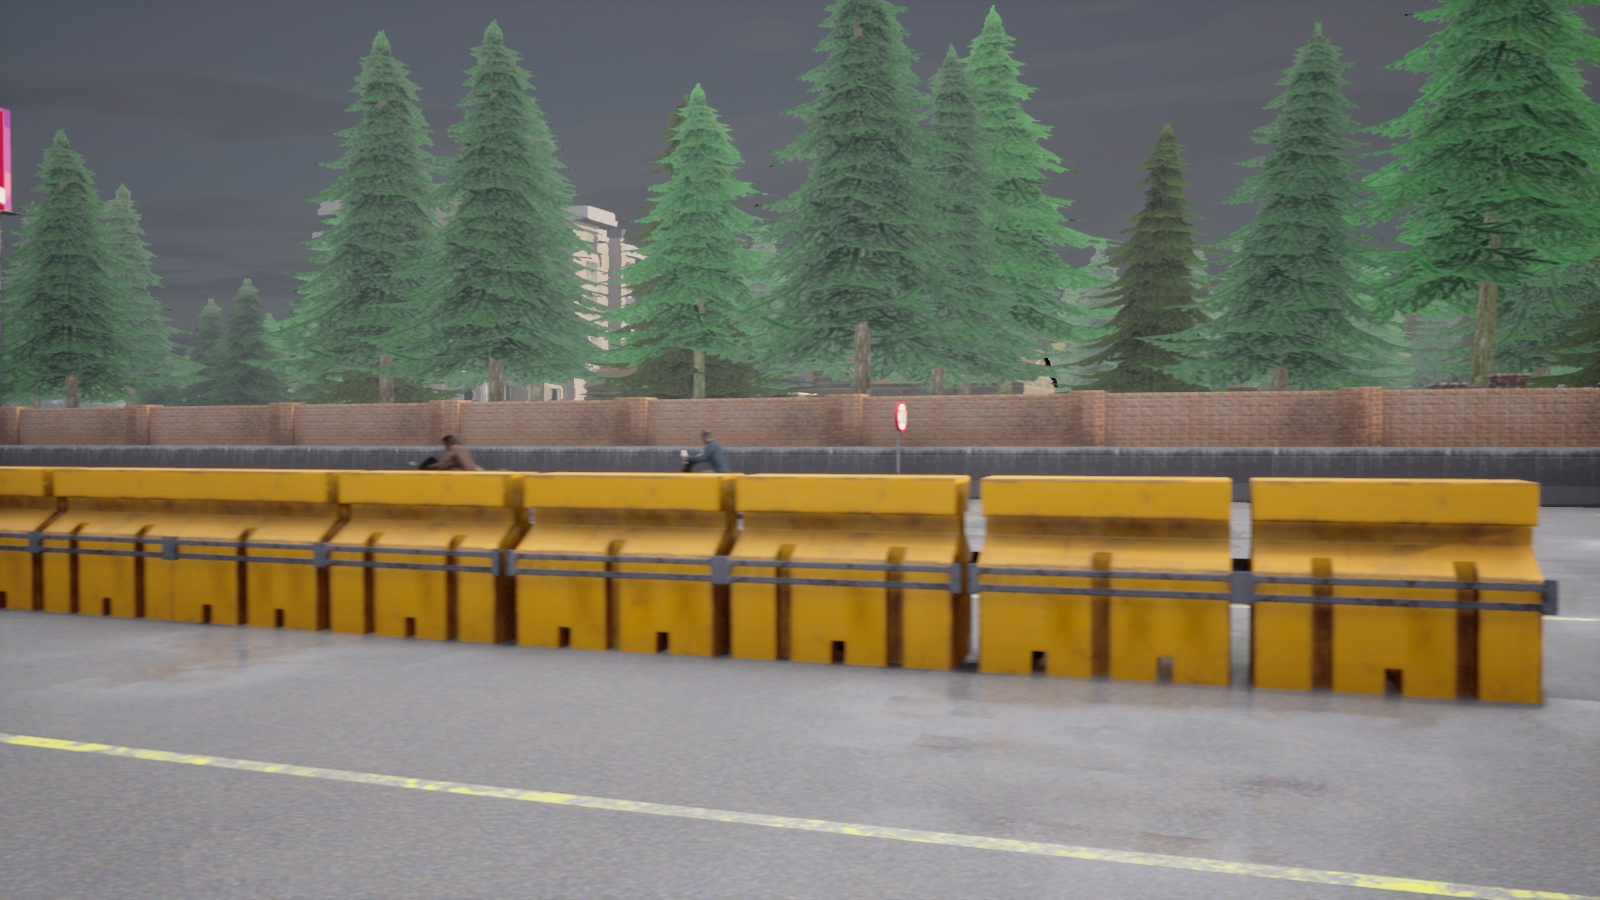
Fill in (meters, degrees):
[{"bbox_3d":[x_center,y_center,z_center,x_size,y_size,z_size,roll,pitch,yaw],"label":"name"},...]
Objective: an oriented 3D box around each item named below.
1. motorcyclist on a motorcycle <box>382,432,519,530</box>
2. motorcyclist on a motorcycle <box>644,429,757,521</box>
[{"bbox_3d":[-5.621,0.471,20.191,2.044,1.523,0.797,1,1,22],"label":"motorcyclist on a motorcycle"},{"bbox_3d":[-1.769,0.422,22.452,1.817,1.590,0.866,0,1,21],"label":"motorcyclist on a motorcycle"}]
